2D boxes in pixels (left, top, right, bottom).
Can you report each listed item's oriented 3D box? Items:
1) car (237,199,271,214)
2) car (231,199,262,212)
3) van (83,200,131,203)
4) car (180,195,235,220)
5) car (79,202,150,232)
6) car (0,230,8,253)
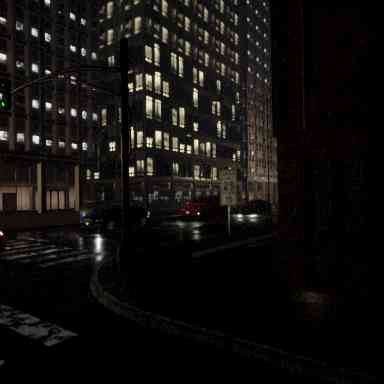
[{"bbox_3d":[7.250,1.584,37.486,1.882,1.535,5.008,-1,-1,36],"label":"car"},{"bbox_3d":[6.840,1.689,41.379,1.752,1.417,4.829,-2,-1,36],"label":"car"},{"bbox_3d":[-5.991,1.460,23.467,1.690,1.788,3.998,-2,-1,36],"label":"van"},{"bbox_3d":[1.245,1.307,29.123,2.150,2.045,5.566,-1,-1,36],"label":"car"},{"bbox_3d":[-4.645,1.571,20.934,1.837,1.490,4.892,-1,-1,33],"label":"car"},{"bbox_3d":[-8.295,1.353,10.253,2.097,1.767,4.553,0,0,35],"label":"car"}]
